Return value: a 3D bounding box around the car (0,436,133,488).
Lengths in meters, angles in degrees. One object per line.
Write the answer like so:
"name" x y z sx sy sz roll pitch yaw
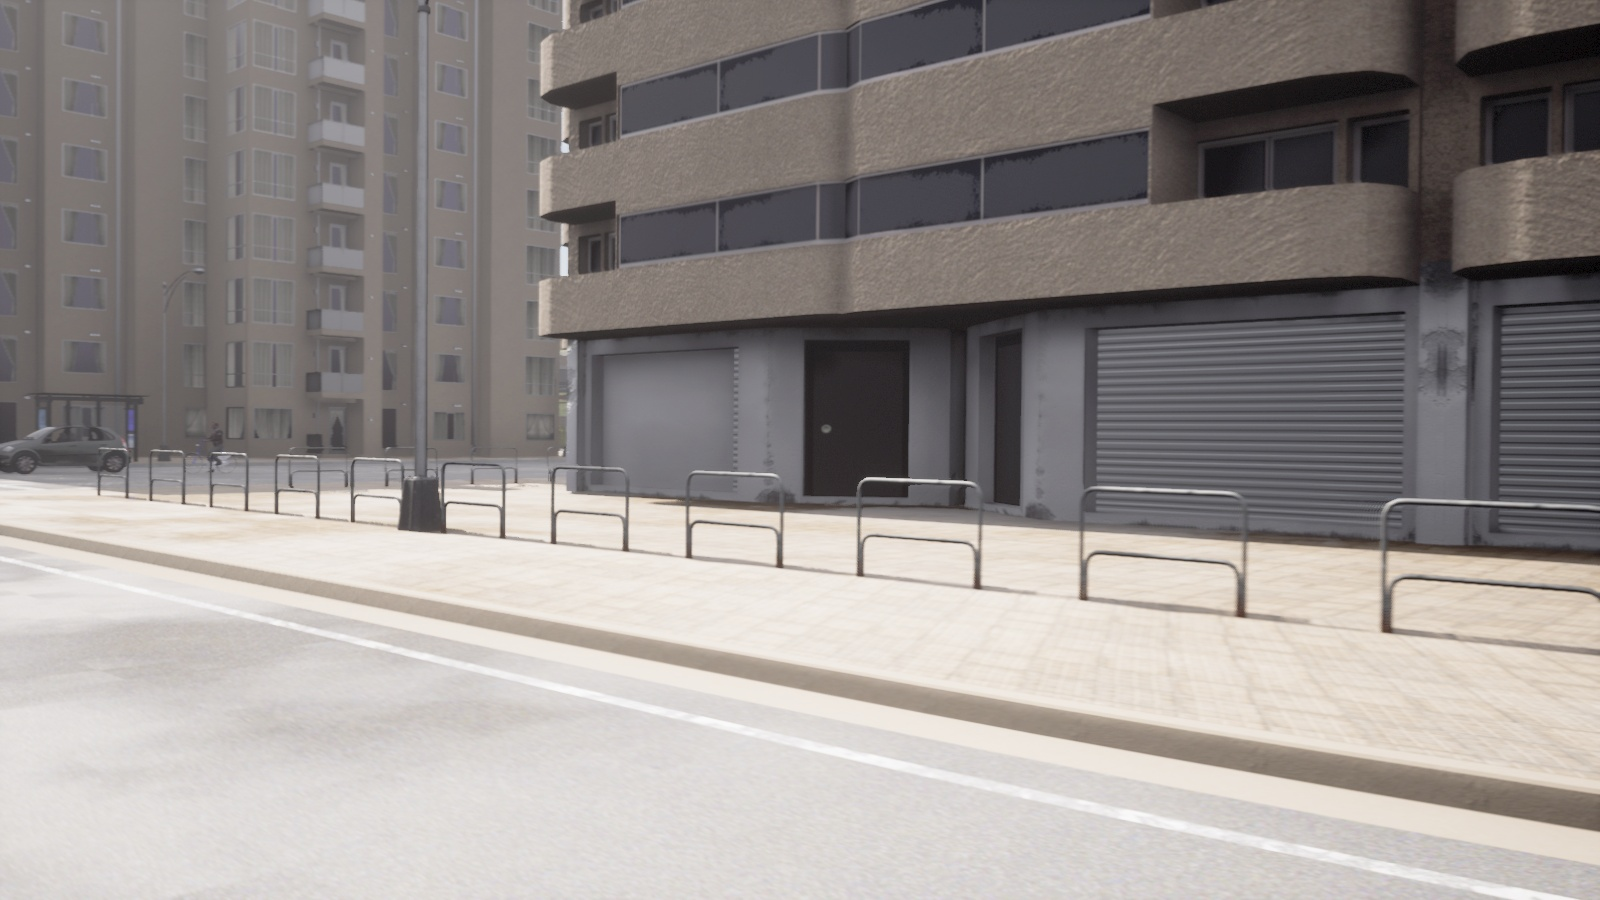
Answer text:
"car" -24.706 0.368 41.830 1.851 1.617 3.988 0 1 41

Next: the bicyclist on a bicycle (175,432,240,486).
"bicyclist on a bicycle" -19.854 0.296 42.104 0.659 1.776 1.843 0 1 41
